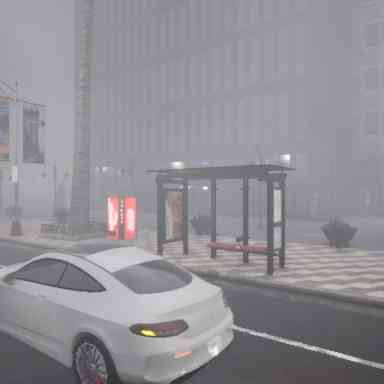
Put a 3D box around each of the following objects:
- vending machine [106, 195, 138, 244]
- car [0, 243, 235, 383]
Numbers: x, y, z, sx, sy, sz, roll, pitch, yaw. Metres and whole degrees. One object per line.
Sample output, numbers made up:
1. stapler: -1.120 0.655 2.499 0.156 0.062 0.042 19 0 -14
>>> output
1. vending machine: -3.186 1.195 15.179 0.880 2.100 1.100 0 0 35
2. car: -1.610 1.525 5.073 4.674 1.442 1.812 0 0 36
